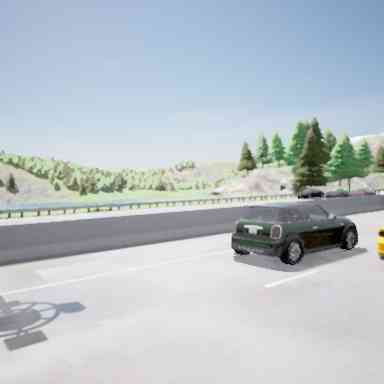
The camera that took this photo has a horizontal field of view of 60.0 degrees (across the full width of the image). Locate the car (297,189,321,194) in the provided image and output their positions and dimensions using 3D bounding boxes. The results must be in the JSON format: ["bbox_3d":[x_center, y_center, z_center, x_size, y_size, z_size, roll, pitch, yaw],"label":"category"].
[{"bbox_3d":[17.130,0.262,47.930,5.008,1.535,1.882,-3,1,-37],"label":"car"}]

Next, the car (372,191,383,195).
[{"bbox_3d":[24.049,0.245,40.005,4.674,1.442,1.812,-2,1,-37],"label":"car"}]

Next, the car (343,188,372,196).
[{"bbox_3d":[21.857,0.262,42.735,4.674,1.442,1.812,-2,1,-37],"label":"car"}]

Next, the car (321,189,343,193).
[{"bbox_3d":[20.157,0.299,45.835,4.181,1.385,1.994,-2,1,-37],"label":"car"}]

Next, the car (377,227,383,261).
[{"bbox_3d":[7.035,1.145,9.198,5.008,1.535,1.882,-3,1,-37],"label":"car"}]

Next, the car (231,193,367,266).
[{"bbox_3d":[3.458,1.090,10.885,4.553,1.767,2.097,-2,1,-37],"label":"car"}]
